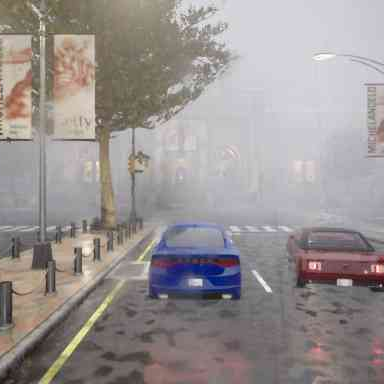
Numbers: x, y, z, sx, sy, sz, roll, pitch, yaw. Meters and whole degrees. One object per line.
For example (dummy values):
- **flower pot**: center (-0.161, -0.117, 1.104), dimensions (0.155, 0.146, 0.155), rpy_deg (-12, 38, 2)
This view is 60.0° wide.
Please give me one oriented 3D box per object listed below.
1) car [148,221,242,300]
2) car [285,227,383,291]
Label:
- **car**: center (0.071, 1.478, 8.470), dimensions (1.882, 1.535, 5.008), rpy_deg (0, 0, 0)
- **car**: center (3.677, 1.601, 9.097), dimensions (1.895, 1.301, 4.718), rpy_deg (0, 0, 13)
